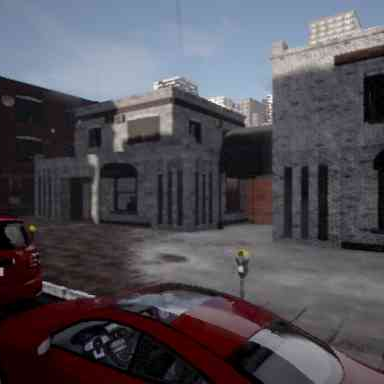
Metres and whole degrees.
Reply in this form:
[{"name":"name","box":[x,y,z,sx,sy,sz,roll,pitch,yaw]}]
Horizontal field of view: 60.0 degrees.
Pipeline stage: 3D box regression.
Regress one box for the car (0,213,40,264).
[{"name":"car","box":[-4.894,1.291,6.364,5.009,1.841,2.192,0,0,35]}]

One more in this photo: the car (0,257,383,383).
[{"name":"car","box":[-0.384,1.575,3.149,4.206,1.307,1.802,0,0,35]}]
